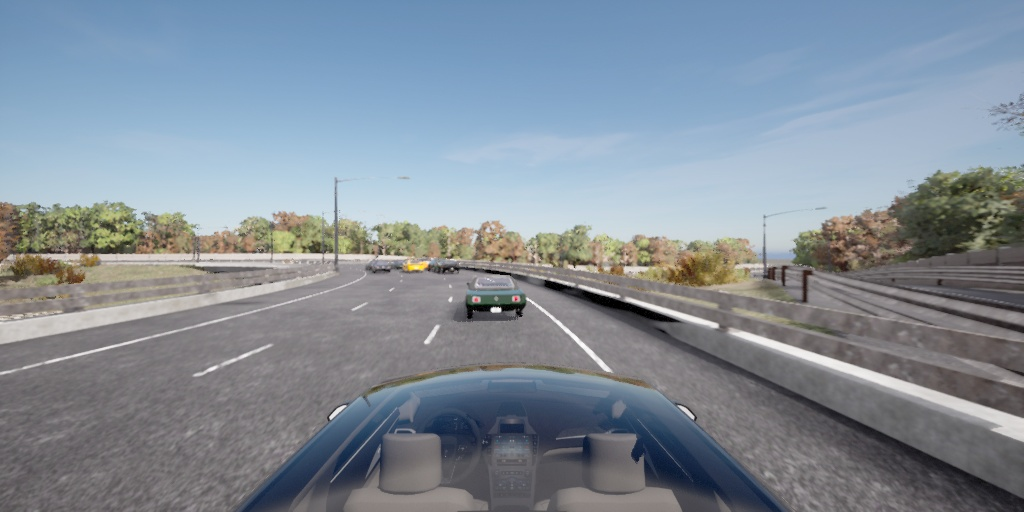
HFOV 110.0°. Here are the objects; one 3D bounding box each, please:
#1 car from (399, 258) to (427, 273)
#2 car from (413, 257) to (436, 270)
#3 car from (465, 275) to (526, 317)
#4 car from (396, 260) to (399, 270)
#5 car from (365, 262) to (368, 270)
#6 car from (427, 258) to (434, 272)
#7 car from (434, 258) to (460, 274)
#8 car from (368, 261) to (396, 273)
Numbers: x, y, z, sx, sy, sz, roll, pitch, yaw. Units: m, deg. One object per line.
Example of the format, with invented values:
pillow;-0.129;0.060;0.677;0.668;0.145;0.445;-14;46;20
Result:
car;-11.991;1.230;43.358;1.882;1.535;5.008;0;0;-25
car;-13.337;1.095;54.406;2.097;1.767;4.553;0;0;-30
car;-0.716;1.340;13.079;1.895;1.301;4.718;0;0;-6
car;-16.536;1.325;52.953;1.994;1.385;4.181;0;0;-30
car;-19.687;1.342;51.414;1.994;1.385;4.181;0;0;-30
car;-9.565;1.088;46.461;2.097;1.767;4.553;0;0;-25
car;-7.248;1.210;40.611;1.882;1.535;5.008;0;0;-20
car;-15.674;1.318;43.035;2.033;1.411;5.357;0;0;-25
